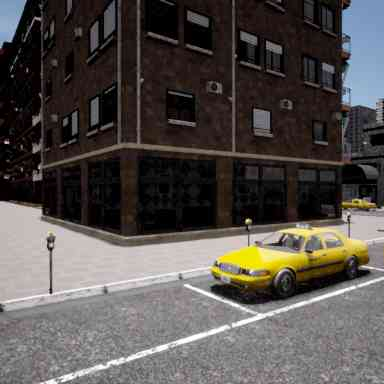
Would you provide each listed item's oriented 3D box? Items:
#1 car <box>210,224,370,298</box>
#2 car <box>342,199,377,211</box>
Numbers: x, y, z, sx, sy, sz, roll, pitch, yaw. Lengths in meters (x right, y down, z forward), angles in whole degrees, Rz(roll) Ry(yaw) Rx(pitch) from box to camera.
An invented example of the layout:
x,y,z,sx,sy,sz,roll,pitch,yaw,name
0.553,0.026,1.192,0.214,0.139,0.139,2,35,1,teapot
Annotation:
x,y,z,sx,sy,sz,roll,pitch,yaw,name
2.671,1.525,8.478,4.829,1.417,1.752,0,0,-36,car
19.322,1.469,39.712,1.752,1.417,4.829,0,0,-35,car
